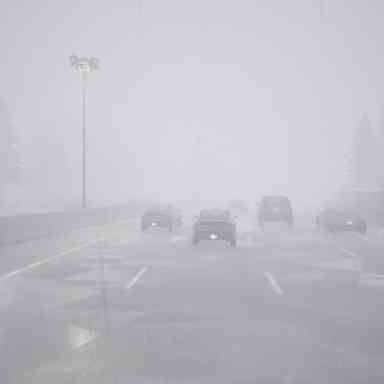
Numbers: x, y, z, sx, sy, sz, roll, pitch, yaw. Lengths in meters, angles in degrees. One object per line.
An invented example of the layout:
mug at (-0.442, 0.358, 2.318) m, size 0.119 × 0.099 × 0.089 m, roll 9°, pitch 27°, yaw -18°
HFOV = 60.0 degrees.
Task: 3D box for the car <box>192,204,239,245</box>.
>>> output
car at (1.107, 1.526, 15.616) m, size 1.837 × 1.490 × 4.892 m, roll 0°, pitch 0°, yaw 6°

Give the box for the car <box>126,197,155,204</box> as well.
car at (-6.817, 1.526, 47.067) m, size 2.128 × 1.511 × 4.902 m, roll 0°, pitch 0°, yaw 17°

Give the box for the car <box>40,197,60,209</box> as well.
car at (-18.319, 1.510, 45.016) m, size 1.837 × 1.490 × 4.892 m, roll 0°, pitch -1°, yaw 15°

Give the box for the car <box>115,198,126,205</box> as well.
car at (-9.573, 1.580, 50.106) m, size 2.033 × 1.411 × 5.357 m, roll 0°, pitch 0°, yaw 18°

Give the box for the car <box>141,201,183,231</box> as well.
car at (-1.774, 1.524, 20.678) m, size 1.837 × 1.490 × 4.892 m, roll 0°, pitch 0°, yaw 8°

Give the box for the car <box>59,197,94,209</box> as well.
car at (-14.937, 1.517, 44.129) m, size 1.837 × 1.490 × 4.892 m, roll 0°, pitch 0°, yaw 15°

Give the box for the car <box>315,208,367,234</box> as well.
car at (8.695, 1.610, 19.717) m, size 1.994 × 1.385 × 4.181 m, roll 0°, pitch 0°, yaw 8°

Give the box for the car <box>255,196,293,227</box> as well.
car at (5.677, 1.264, 23.253) m, size 2.150 × 2.045 × 5.566 m, roll 0°, pitch 0°, yaw 9°

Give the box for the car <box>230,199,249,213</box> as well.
car at (5.458, 1.564, 38.481) m, size 1.837 × 1.490 × 4.892 m, roll 0°, pitch 0°, yaw 15°
